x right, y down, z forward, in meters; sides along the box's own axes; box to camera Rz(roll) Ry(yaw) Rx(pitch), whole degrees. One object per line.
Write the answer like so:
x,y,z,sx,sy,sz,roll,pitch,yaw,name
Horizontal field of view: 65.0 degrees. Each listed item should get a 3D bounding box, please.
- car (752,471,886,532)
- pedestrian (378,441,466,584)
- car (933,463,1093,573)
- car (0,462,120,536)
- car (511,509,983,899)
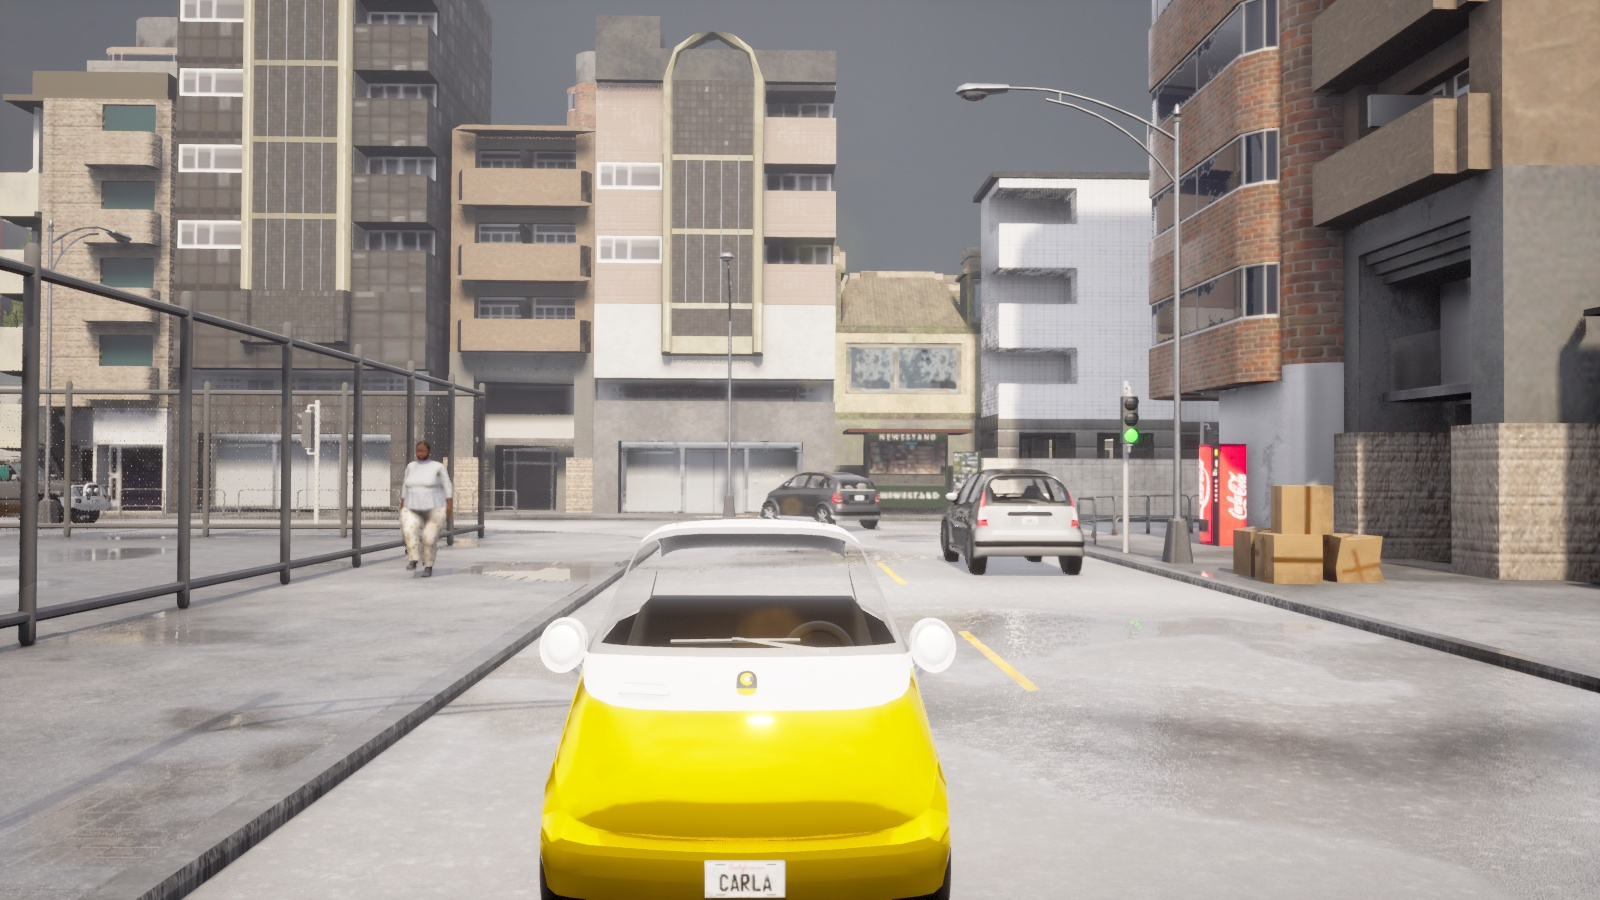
0.477,1.364,34.234,1.789,1.549,3.705,1,-2,-36,car
-5.037,0.826,16.794,0.874,1.855,0.900,0,-1,3,pedestrian
3.392,1.046,20.728,1.851,1.617,3.988,0,-1,-1,car
-20.481,1.259,32.573,4.605,1.855,1.932,0,-1,-1,car
-0.190,0.955,5.061,1.481,1.376,2.207,0,-1,-1,car
